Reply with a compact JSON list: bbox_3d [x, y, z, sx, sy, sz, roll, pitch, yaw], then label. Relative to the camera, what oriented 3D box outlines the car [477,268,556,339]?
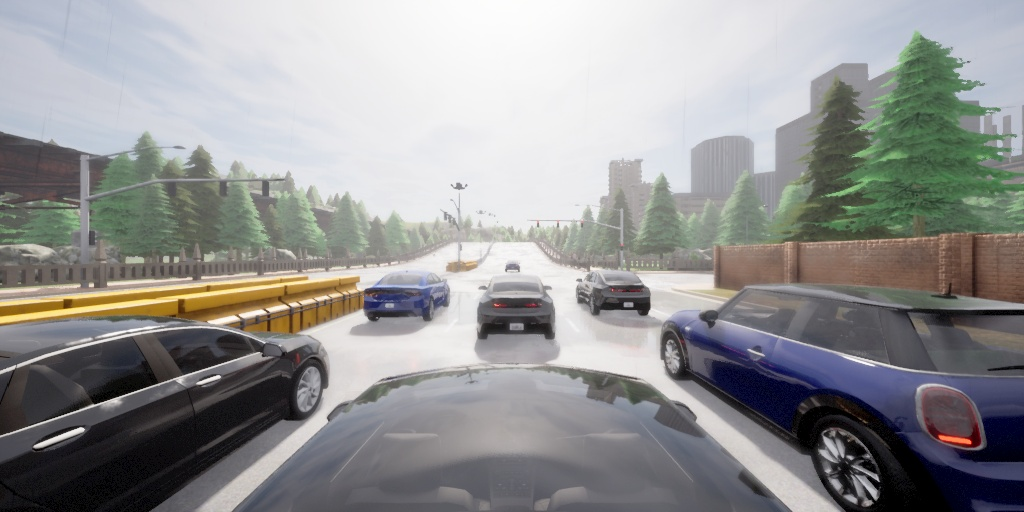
[{"bbox_3d":[0.098,1.255,10.021,1.837,1.490,4.892,0,0,0],"label":"car"}]

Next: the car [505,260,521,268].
[{"bbox_3d":[0.081,1.276,46.218,1.812,1.442,4.674,0,0,0],"label":"car"}]

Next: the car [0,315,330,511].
[{"bbox_3d":[-3.400,1.255,2.951,1.837,1.490,4.892,0,0,0],"label":"car"}]

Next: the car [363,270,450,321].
[{"bbox_3d":[-3.401,1.228,12.444,1.882,1.535,5.008,0,0,0],"label":"car"}]

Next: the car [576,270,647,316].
[{"bbox_3d":[3.617,1.255,13.454,1.837,1.490,4.892,0,0,1],"label":"car"}]

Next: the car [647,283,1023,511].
[{"bbox_3d":[3.601,1.102,4.370,2.097,1.767,4.553,0,0,0],"label":"car"}]
